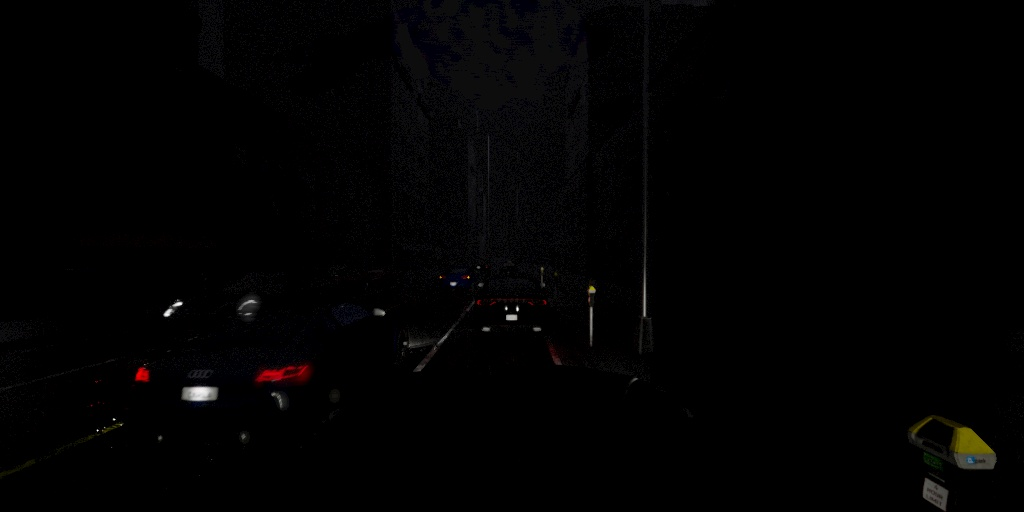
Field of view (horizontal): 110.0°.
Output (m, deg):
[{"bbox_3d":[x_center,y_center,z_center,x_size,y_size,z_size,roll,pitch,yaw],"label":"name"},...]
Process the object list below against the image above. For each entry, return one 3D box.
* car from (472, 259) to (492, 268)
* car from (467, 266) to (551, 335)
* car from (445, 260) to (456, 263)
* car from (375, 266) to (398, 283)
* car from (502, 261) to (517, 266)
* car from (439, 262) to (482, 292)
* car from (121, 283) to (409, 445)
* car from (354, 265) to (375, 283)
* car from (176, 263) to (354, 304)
[{"bbox_3d":[-3.146,1.088,35.929,2.097,1.767,4.553,0,0,0],"label":"car"},{"bbox_3d":[-0.006,1.225,10.502,1.882,1.535,5.008,0,0,0],"label":"car"},{"bbox_3d":[-8.814,1.267,51.546,1.888,1.381,4.507,0,0,0],"label":"car"},{"bbox_3d":[-8.814,1.325,23.617,1.802,1.307,4.207,0,0,0],"label":"car"},{"bbox_3d":[-0.272,1.287,34.789,2.007,1.370,4.403,0,0,0],"label":"car"},{"bbox_3d":[-3.047,1.270,20.928,1.812,1.442,4.674,0,0,0],"label":"car"},{"bbox_3d":[-3.046,1.313,5.506,1.994,1.385,4.181,0,0,0],"label":"car"},{"bbox_3d":[-8.814,1.185,18.031,1.967,1.591,4.097,0,0,0],"label":"car"},{"bbox_3d":[-6.246,1.100,9.321,2.097,1.767,4.553,0,0,0],"label":"car"}]
